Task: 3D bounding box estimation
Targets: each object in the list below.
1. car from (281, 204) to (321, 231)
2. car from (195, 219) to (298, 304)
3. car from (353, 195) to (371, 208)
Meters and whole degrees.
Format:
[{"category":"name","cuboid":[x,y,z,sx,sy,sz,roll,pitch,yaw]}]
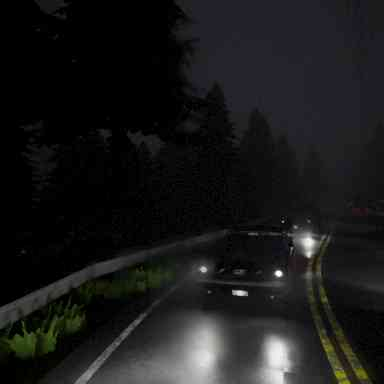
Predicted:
[{"category":"car","cuboid":[6.654,1.460,20.060,2.033,1.411,5.357,-2,0,26]},{"category":"car","cuboid":[1.580,1.598,8.416,1.895,1.301,4.718,-1,0,18]},{"category":"car","cuboid":[20.600,1.058,40.251,2.128,1.511,4.902,-2,0,28]}]
